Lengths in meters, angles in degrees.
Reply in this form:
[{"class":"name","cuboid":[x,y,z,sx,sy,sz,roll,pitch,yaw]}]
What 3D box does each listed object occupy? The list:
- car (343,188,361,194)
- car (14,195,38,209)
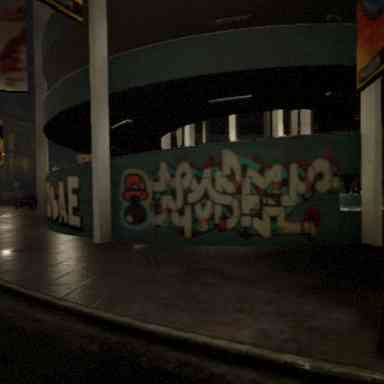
[{"class":"car","cuboid":[21.216,0.235,43.084,4.674,1.452,2.002,-1,1,9]},{"class":"car","cuboid":[-18.723,1.111,39.162,1.882,1.535,5.008,-1,1,8]}]
